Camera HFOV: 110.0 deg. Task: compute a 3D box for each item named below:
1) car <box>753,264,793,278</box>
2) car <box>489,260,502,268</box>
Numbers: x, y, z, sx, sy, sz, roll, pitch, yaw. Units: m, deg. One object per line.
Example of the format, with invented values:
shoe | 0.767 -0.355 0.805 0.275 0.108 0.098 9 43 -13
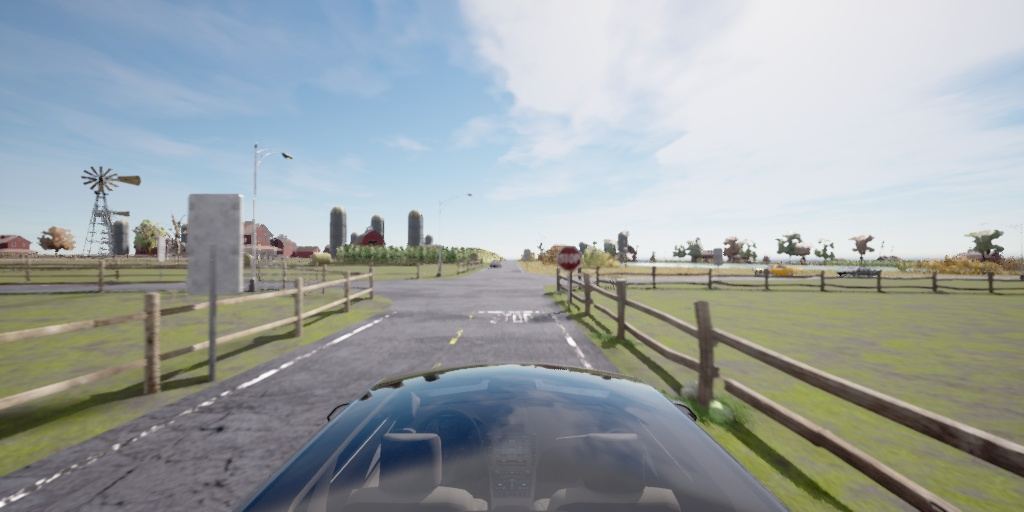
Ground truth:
car | 31.161 1.768 42.882 5.008 1.535 1.882 1 -1 -19
car | -2.732 1.377 60.337 1.994 1.385 4.181 0 0 0
